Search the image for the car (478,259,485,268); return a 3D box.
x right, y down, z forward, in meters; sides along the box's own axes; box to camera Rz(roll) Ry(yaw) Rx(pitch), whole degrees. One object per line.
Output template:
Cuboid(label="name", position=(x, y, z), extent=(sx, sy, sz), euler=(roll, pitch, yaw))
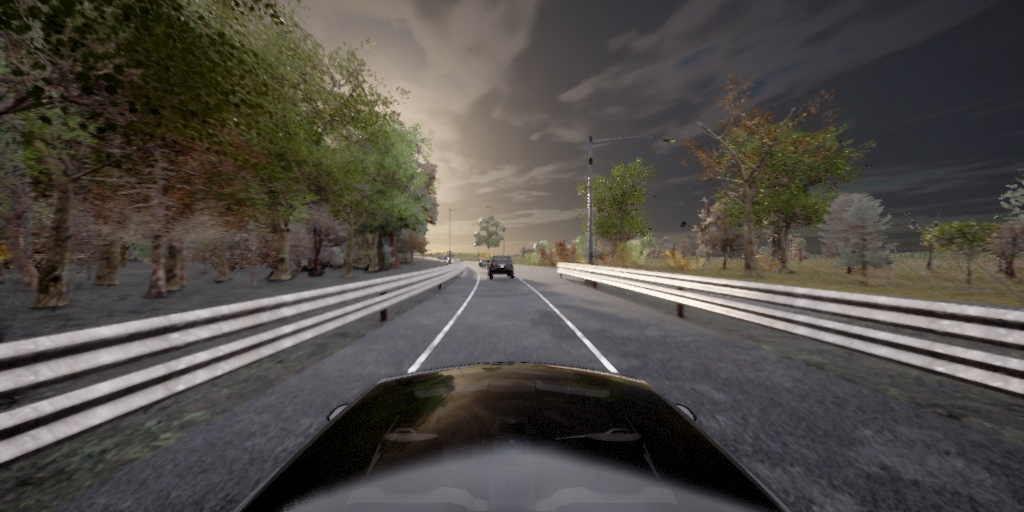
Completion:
Cuboid(label="car", position=(-4.836, 1.233, 62.400), extent=(2.128, 1.511, 4.902), euler=(0, 0, -10))

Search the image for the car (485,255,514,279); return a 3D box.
Cuboid(label="car", position=(-1.095, 0.970, 32.995), extent=(2.150, 2.045, 5.566), euler=(0, 0, -5))
